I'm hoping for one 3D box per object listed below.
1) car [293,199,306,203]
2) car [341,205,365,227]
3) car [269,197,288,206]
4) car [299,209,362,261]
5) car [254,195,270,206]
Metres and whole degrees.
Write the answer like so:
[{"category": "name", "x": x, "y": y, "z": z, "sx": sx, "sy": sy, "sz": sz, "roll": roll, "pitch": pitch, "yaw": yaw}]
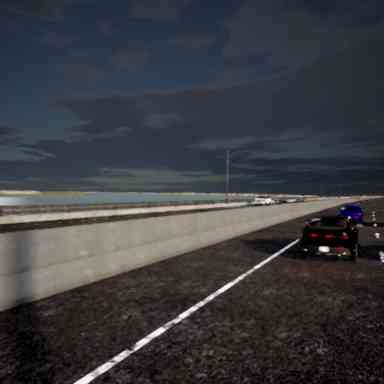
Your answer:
[{"category": "car", "x": 20.473, "y": 2.055, "z": 63.015, "sx": 2.033, "sy": 1.411, "sz": 5.357, "roll": 0, "pitch": 0, "yaw": 29}, {"category": "car", "x": 12.713, "y": 1.782, "z": 26.655, "sx": 1.812, "sy": 1.442, "sz": 4.674, "roll": 0, "pitch": 0, "yaw": 29}, {"category": "car", "x": 17.230, "y": 1.989, "z": 64.391, "sx": 2.128, "sy": 1.511, "sz": 4.902, "roll": 0, "pitch": 0, "yaw": 29}, {"category": "car", "x": 5.496, "y": 1.628, "z": 13.068, "sx": 1.837, "sy": 1.490, "sz": 4.892, "roll": 0, "pitch": 0, "yaw": 28}, {"category": "car", "x": 14.155, "y": 1.692, "z": 66.042, "sx": 2.150, "sy": 2.045, "sz": 5.566, "roll": 0, "pitch": 0, "yaw": 29}]
